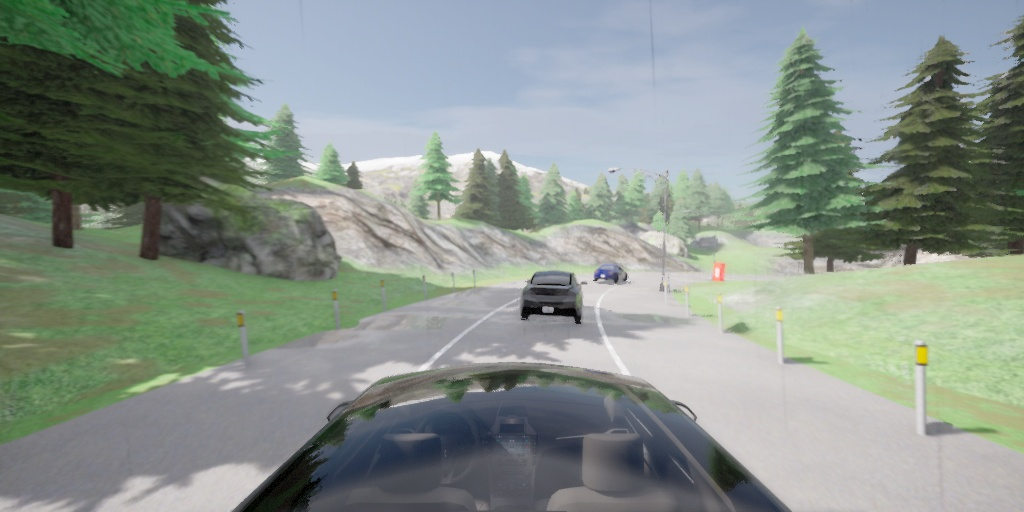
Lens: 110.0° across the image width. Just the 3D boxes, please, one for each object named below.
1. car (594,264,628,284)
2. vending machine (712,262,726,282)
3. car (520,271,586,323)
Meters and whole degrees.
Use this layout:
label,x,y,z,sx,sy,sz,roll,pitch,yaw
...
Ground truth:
label,x,y,z,sx,sy,sz,roll,pitch,yaw
car,8.016,1.370,28.992,1.812,1.442,4.674,3,1,30
vending machine,22.466,1.697,39.129,0.880,2.100,1.100,0,0,-41
car,1.489,1.244,12.335,1.837,1.490,4.892,1,0,11
